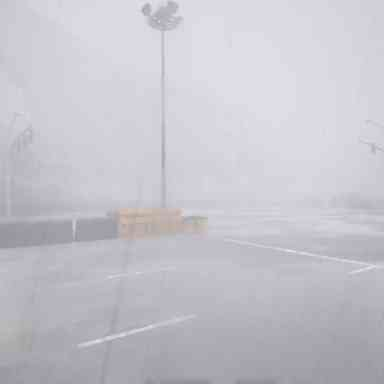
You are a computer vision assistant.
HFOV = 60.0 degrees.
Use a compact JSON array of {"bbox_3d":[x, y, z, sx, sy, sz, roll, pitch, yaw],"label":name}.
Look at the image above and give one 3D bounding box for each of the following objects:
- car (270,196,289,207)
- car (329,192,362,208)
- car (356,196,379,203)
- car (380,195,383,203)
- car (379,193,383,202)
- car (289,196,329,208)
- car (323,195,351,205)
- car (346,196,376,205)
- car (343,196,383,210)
[{"bbox_3d":[13.234,1.380,47.904,4.674,1.442,1.812,0,0,-36],"label":"car"},{"bbox_3d":[20.816,1.059,44.715,5.566,2.045,2.150,0,0,-36],"label":"car"},{"bbox_3d":[32.513,1.351,61.579,4.718,1.301,1.895,0,0,-36],"label":"car"},{"bbox_3d":[35.872,1.248,59.680,4.892,1.490,1.837,0,0,-36],"label":"car"},{"bbox_3d":[39.756,1.066,66.823,4.553,1.767,2.097,0,0,-36],"label":"car"},{"bbox_3d":[16.144,1.341,45.676,4.902,1.511,2.128,0,0,-36],"label":"car"},{"bbox_3d":[24.350,1.284,55.827,4.902,1.511,2.128,0,0,-35],"label":"car"},{"bbox_3d":[27.190,1.337,53.557,5.357,1.411,2.033,0,0,-35],"label":"car"},{"bbox_3d":[20.952,1.447,40.510,4.718,1.301,1.895,0,0,-36],"label":"car"}]
